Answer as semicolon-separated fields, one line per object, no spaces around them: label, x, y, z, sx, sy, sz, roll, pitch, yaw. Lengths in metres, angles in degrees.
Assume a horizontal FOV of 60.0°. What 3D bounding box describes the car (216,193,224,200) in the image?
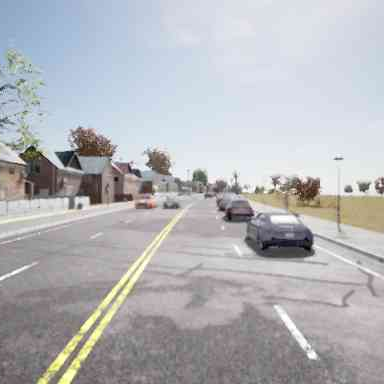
car;6.906;1.053;80.940;1.882;1.535;5.008;0;0;5

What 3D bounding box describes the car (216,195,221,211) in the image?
car;4.031;1.363;37.262;1.994;1.385;4.181;0;0;2

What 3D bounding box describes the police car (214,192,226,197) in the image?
police car;4.559;1.164;48.303;1.930;1.638;5.238;0;0;3

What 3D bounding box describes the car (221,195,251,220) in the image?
car;3.642;1.290;26.324;2.033;1.649;4.856;0;0;2

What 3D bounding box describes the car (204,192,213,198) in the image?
car;4.473;0.815;90.002;2.097;1.767;4.553;0;0;6

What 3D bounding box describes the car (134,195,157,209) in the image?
car;-5.643;1.133;40.744;2.097;1.767;4.553;0;0;3

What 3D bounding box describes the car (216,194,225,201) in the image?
car;5.991;1.132;70.034;1.837;1.490;4.892;0;0;4

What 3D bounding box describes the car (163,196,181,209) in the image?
car;-2.411;1.274;40.375;2.128;1.511;4.902;0;0;3

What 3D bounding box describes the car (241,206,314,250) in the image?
car;3.488;1.490;13.868;1.994;1.385;4.181;0;0;0
